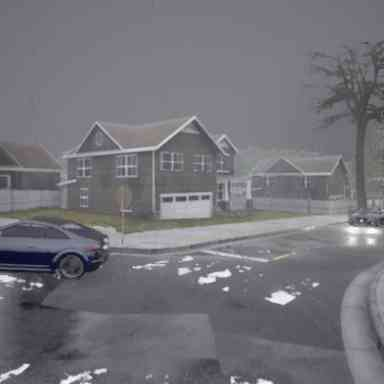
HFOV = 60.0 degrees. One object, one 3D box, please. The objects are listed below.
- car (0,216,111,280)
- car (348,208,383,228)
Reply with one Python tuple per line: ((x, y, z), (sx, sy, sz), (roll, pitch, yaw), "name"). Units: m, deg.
((-4.358, 1.380, 9.036), (4.181, 1.385, 1.994), (3, 3, -1), "car")
((13.509, 1.908, 25.361), (1.994, 1.385, 4.181), (2, 0, 42), "car")
